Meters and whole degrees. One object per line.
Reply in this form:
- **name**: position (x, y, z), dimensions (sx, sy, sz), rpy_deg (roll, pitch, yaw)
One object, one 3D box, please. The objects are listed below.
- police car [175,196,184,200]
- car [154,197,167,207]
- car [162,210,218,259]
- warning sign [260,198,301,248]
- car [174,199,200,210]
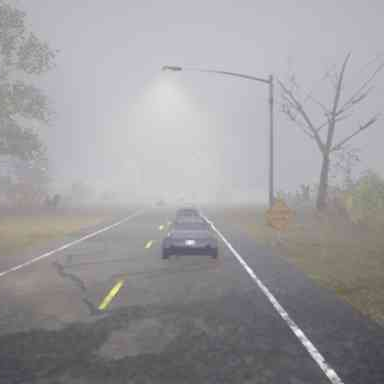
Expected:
- **police car**: position (-3.011, 1.779, 88.259), dimensions (1.930, 1.638, 5.238), rpy_deg (0, 0, -5)
- **car**: position (-5.391, 1.619, 57.955), dimensions (2.097, 1.767, 4.553), rpy_deg (0, 0, -3)
- **car**: position (-0.073, 1.634, 12.960), dimensions (1.994, 1.385, 4.181), rpy_deg (0, 0, 0)
- **warning sign**: position (3.446, 1.185, 13.119), dimensions (1.300, 1.860, 1.060), rpy_deg (1, 0, -1)
- **car**: position (-0.406, 1.646, 27.584), dimensions (1.837, 1.490, 4.892), rpy_deg (0, 0, -1)
